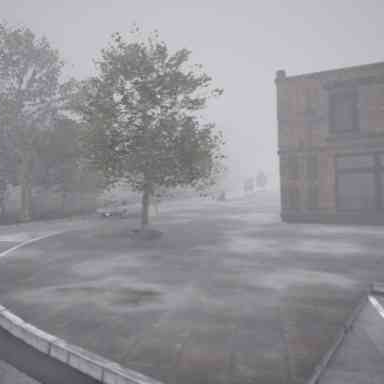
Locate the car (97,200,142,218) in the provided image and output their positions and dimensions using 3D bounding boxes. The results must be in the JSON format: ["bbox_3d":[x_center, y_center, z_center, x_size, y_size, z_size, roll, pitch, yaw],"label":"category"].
[{"bbox_3d":[-5.454,1.278,26.769,1.895,1.301,4.718,-2,1,22],"label":"car"}]
